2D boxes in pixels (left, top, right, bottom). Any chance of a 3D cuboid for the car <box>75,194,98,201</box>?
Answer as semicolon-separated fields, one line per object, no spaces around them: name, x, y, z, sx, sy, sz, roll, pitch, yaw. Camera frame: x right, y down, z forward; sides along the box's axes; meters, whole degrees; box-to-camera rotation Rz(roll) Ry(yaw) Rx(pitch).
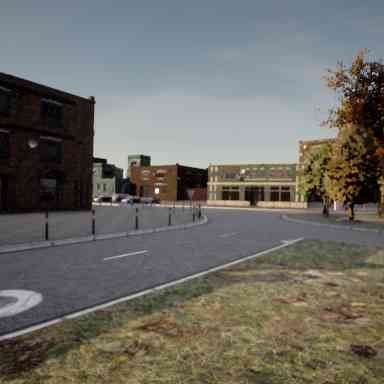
car;-24.520;1.380;77.364;2.231;1.521;4.892;2;0;32

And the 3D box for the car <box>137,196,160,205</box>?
car;-8.188;1.815;67.016;2.163;1.488;4.792;1;-1;32

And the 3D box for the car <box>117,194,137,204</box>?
car;-12.748;1.564;69.969;2.185;1.767;4.553;1;-1;32

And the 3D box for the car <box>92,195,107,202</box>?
car;-19.803;1.385;74.420;2.185;1.767;4.553;2;0;32

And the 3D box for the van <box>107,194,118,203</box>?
van;-15.283;1.404;71.396;1.878;1.987;4.442;1;-1;32

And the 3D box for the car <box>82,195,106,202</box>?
car;-22.282;1.441;75.937;2.097;1.535;5.008;2;0;32
